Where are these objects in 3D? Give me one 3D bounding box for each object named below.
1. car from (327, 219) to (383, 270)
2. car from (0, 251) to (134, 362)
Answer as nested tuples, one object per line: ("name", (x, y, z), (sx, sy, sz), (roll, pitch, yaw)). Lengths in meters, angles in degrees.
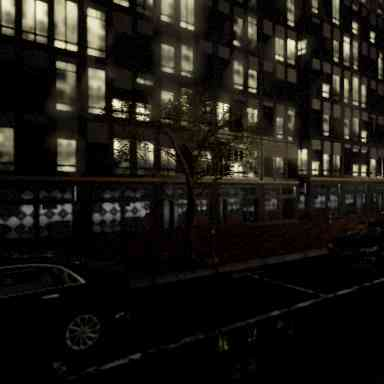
("car", (6.280, 1.592, 11.070), (4.403, 1.369, 2.008), (0, -1, -36))
("car", (-2.964, 1.551, 4.455), (4.403, 1.369, 2.008), (0, -1, -36))
